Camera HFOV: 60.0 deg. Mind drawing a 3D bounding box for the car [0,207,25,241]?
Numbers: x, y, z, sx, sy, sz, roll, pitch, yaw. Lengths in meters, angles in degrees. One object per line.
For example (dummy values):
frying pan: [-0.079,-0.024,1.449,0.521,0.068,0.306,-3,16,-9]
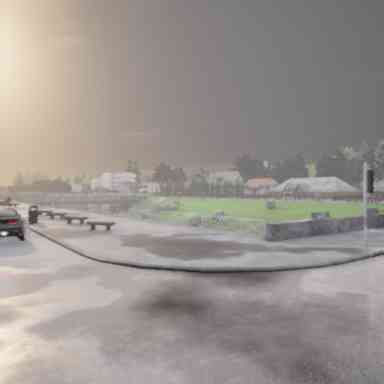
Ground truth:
car: [-9.347,1.501,16.051,1.837,1.490,4.892,0,0,-36]
